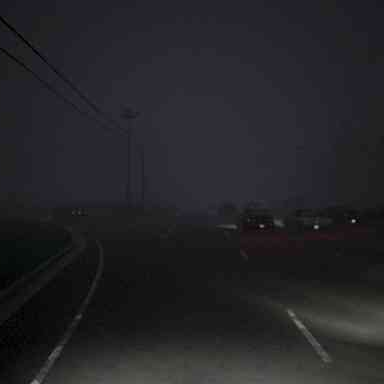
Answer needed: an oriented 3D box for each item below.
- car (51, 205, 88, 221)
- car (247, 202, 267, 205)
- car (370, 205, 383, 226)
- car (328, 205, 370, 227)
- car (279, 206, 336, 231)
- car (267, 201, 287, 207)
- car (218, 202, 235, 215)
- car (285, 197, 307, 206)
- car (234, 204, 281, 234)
[{"bbox_3d":[-11.943,1.969,32.302,2.033,1.411,5.357,0,-1,-42],"label":"car"},{"bbox_3d":[7.794,1.999,42.680,2.033,1.411,5.357,0,-1,1],"label":"car"},{"bbox_3d":[14.522,1.717,25.265,2.128,1.511,4.902,0,-1,1],"label":"car"},{"bbox_3d":[11.019,1.743,25.043,1.837,1.490,4.892,0,-1,1],"label":"car"},{"bbox_3d":[7.474,1.821,22.120,1.895,1.301,4.718,0,-1,1],"label":"car"},{"bbox_3d":[11.356,2.082,46.689,1.895,1.301,4.718,0,-1,1],"label":"car"},{"bbox_3d":[4.260,1.921,40.556,1.882,1.535,5.008,0,-1,1],"label":"car"},{"bbox_3d":[14.874,1.702,48.017,2.150,2.045,5.566,0,-1,1],"label":"car"},{"bbox_3d":[3.955,1.747,20.940,1.812,1.442,4.674,0,-1,1],"label":"car"}]
